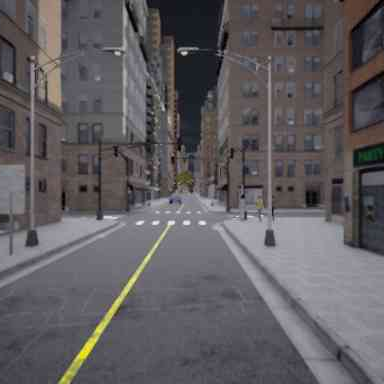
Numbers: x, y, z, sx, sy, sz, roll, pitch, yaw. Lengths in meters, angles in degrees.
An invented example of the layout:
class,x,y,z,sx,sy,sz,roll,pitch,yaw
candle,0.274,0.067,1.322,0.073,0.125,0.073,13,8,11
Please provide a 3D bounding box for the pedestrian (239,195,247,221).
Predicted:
class,x,y,z,sx,sy,sz,roll,pitch,yaw
pedestrian,3.627,1.140,23.880,0.375,1.860,0.375,0,0,0

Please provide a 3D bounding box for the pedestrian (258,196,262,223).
class,x,y,z,sx,sy,sz,roll,pitch,yaw
pedestrian,4.627,1.138,22.680,0.375,1.860,0.375,0,0,0

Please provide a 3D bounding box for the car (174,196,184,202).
class,x,y,z,sx,sy,sz,roll,pitch,yaw
car,-3.028,1.551,77.621,2.033,1.411,5.357,0,0,0

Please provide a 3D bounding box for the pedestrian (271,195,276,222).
class,x,y,z,sx,sy,sz,roll,pitch,yaw
pedestrian,5.627,1.128,23.281,0.375,1.860,0.375,0,0,0

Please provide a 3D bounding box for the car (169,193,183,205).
class,x,y,z,sx,sy,sz,roll,pitch,yaw
car,-3.051,1.238,61.860,2.150,2.045,5.566,0,0,1
